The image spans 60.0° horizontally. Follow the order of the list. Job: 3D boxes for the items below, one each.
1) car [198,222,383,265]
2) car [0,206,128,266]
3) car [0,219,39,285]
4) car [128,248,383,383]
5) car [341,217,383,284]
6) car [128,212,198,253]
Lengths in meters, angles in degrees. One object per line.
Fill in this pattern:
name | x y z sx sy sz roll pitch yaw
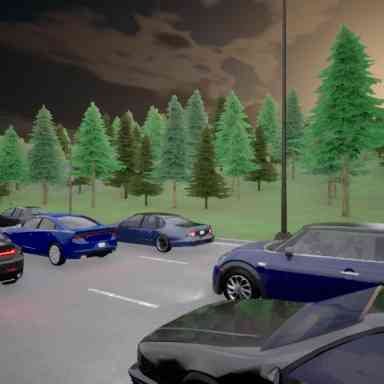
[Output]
car | 2.629 1.352 6.379 4.553 1.767 2.097 0 0 36
car | -4.797 1.478 11.685 5.008 1.535 1.882 0 0 35
car | -6.083 1.505 8.284 4.892 1.490 1.837 0 0 36
car | 1.956 1.547 2.543 5.357 1.411 2.033 0 0 36
car | 6.401 1.505 7.997 4.892 1.490 1.837 0 0 36
car | -1.673 1.547 13.757 5.357 1.411 2.033 0 0 35
